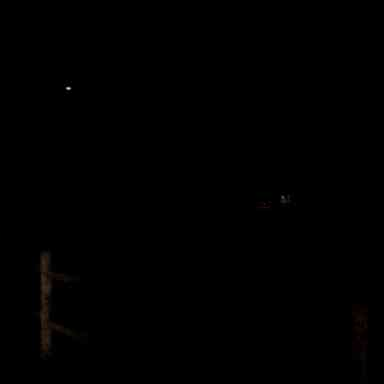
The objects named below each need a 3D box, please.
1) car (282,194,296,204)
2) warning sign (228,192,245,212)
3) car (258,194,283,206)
[{"bbox_3d":[15.890,1.065,55.622,2.097,1.767,4.553,0,0,31],"label":"car"},{"bbox_3d":[4.153,0.934,31.111,1.300,1.860,1.060,-1,0,31],"label":"warning sign"},{"bbox_3d":[11.045,1.350,47.379,1.895,1.301,4.718,0,0,31],"label":"car"}]
